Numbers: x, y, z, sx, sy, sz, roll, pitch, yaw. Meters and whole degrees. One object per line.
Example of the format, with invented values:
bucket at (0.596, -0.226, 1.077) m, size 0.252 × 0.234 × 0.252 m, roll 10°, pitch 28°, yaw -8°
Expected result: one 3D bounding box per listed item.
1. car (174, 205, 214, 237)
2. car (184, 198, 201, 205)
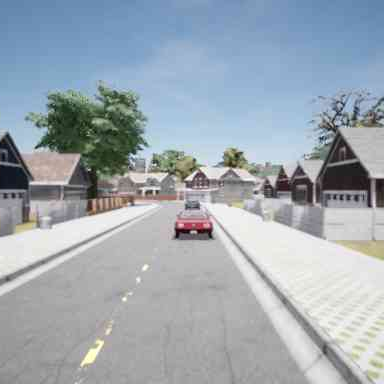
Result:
car at (0.082, 1.597, 17.831) m, size 1.895 × 1.301 × 4.718 m, roll 0°, pitch 0°, yaw 0°
car at (0.052, 1.482, 40.986) m, size 2.128 × 1.511 × 4.902 m, roll 0°, pitch 0°, yaw 0°
